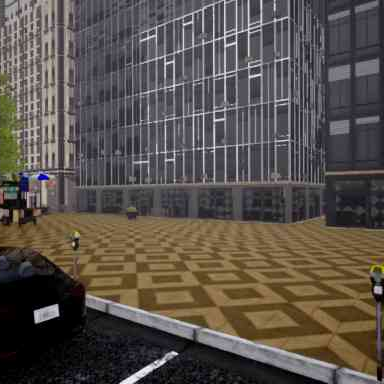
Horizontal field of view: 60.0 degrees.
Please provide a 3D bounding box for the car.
[{"bbox_3d":[-3.519,1.566,5.398,4.313,1.339,1.947,0,0,36],"label":"car"}]
